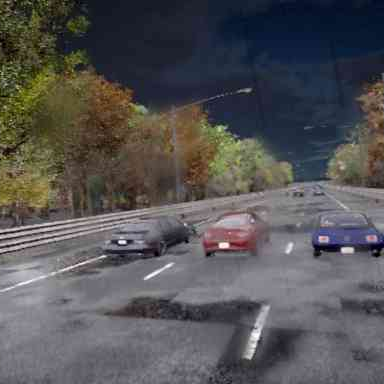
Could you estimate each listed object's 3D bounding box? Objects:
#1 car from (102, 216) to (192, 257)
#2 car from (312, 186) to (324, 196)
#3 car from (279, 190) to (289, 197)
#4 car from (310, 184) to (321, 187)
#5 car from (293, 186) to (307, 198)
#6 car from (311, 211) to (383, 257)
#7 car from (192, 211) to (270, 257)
[{"bbox_3d":[-1.505,1.708,13.715,2.033,1.411,5.357,-4,0,20],"label":"car"},{"bbox_3d":[24.659,0.013,64.841,1.994,1.385,4.181,-4,0,20],"label":"car"},{"bbox_3d":[20.183,0.321,72.932,2.128,1.511,4.902,-4,0,20],"label":"car"},{"bbox_3d":[31.026,-0.736,82.295,2.150,2.045,5.566,-4,0,20],"label":"car"},{"bbox_3d":[20.080,0.255,62.515,1.882,1.535,5.008,-4,0,20],"label":"car"},{"bbox_3d":[5.056,1.285,11.306,1.895,1.301,4.718,-4,0,20],"label":"car"},{"bbox_3d":[1.771,1.448,12.511,1.812,1.442,4.674,-4,0,20],"label":"car"}]
